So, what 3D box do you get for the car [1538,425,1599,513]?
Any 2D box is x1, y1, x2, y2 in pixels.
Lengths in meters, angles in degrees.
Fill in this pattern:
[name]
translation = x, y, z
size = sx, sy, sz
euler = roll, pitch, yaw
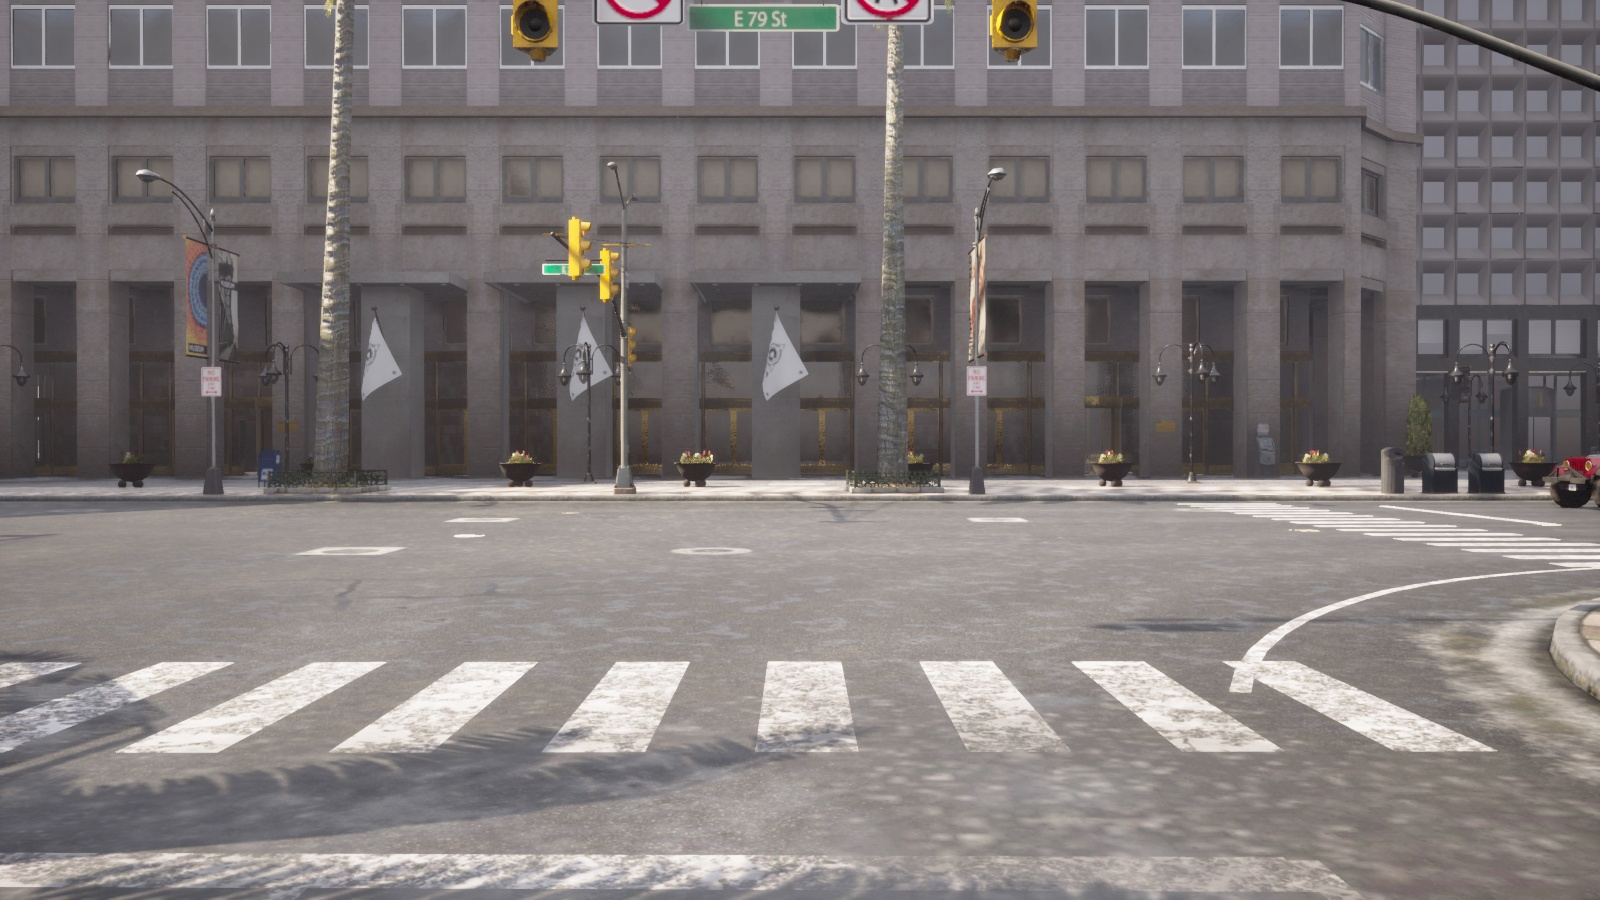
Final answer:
[car]
translation = 18.784, 0.401, 27.708
size = 3.866, 1.878, 1.905
euler = 0, 0, 1
